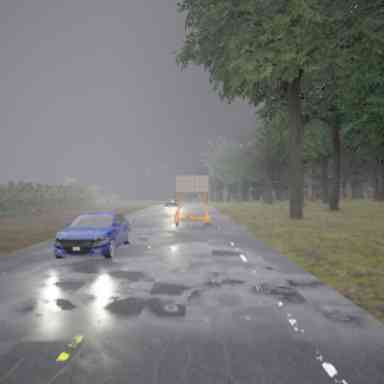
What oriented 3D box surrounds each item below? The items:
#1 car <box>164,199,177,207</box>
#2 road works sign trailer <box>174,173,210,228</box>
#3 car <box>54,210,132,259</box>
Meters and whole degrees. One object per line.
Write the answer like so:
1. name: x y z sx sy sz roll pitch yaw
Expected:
1. car: -3.541 1.794 55.552 1.994 1.385 4.181 0 0 0
2. road works sign trailer: 0.009 0.502 22.605 2.380 3.560 2.880 0 0 1
3. car: -3.594 1.489 12.843 1.882 1.535 5.008 0 0 0
